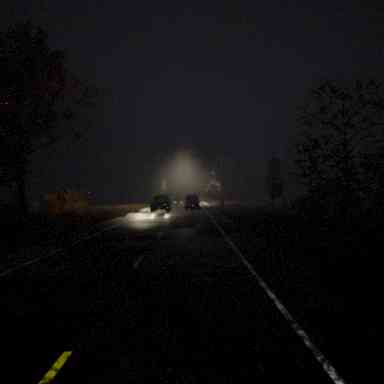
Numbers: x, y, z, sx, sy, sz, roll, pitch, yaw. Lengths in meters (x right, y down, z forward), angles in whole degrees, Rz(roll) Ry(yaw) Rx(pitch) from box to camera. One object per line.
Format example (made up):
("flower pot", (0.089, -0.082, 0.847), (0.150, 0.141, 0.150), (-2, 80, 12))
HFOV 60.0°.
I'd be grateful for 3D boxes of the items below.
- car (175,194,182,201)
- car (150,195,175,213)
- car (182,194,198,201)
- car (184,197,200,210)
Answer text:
("car", (-3.530, 1.467, 89.161), (2.150, 2.045, 5.566), (0, 0, 0))
("car", (-3.593, 1.329, 39.244), (2.150, 2.045, 5.566), (0, 0, 0))
("car", (-0.003, 1.362, 51.002), (2.150, 2.045, 5.566), (0, 0, 0))
("car", (0.094, 1.684, 44.202), (1.994, 1.385, 4.181), (0, 0, 0))
